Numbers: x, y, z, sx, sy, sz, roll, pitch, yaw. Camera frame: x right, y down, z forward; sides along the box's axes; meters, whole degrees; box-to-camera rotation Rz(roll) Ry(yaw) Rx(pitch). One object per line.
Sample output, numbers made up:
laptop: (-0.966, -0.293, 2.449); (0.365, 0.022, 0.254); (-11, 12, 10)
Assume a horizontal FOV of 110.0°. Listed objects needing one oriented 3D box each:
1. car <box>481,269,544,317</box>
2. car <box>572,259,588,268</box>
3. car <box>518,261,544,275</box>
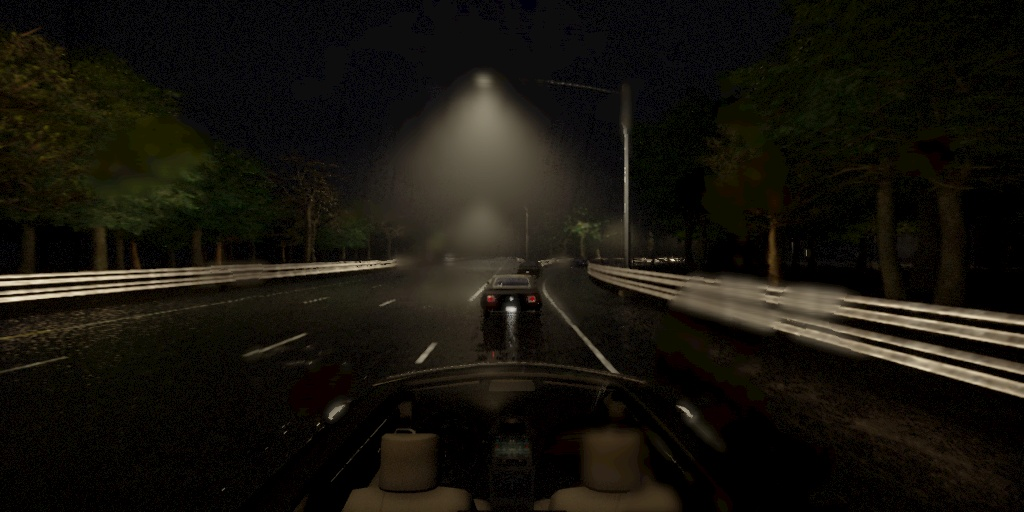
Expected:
car: (0.003, 1.336, 13.107); (1.895, 1.301, 4.718); (0, 0, 0)
car: (11.026, 1.193, 57.091); (1.812, 1.442, 4.674); (0, 0, 29)
car: (1.759, 1.205, 32.095); (1.882, 1.535, 5.008); (0, 0, 11)
